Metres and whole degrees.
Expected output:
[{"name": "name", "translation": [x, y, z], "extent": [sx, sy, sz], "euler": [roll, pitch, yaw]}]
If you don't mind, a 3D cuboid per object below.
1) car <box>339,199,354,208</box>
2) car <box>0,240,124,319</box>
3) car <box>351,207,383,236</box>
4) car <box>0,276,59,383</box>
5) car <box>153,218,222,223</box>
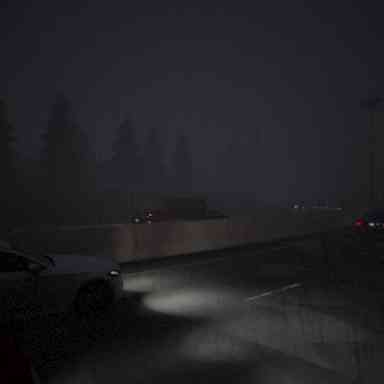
[{"name": "car", "translation": [24.988, 1.832, 53.989], "extent": [2.033, 1.411, 5.357], "euler": [0, 0, 23]}, {"name": "car", "translation": [-3.503, 1.547, 5.726], "extent": [4.674, 1.442, 1.812], "euler": [0, 0, -36]}, {"name": "car", "translation": [10.470, 1.646, 18.020], "extent": [2.033, 1.411, 5.357], "euler": [0, 0, 43]}, {"name": "car", "translation": [-3.234, 1.603, 1.576], "extent": [4.718, 1.301, 1.895], "euler": [0, 0, -35]}, {"name": "car", "translation": [0.444, 1.685, 18.227], "extent": [4.718, 1.301, 1.895], "euler": [0, 0, -43]}]
